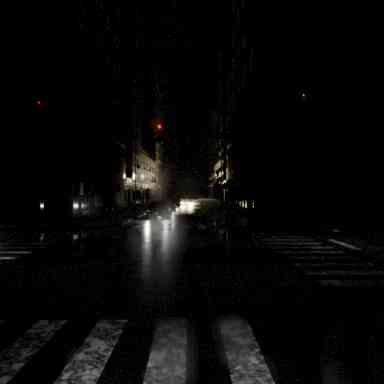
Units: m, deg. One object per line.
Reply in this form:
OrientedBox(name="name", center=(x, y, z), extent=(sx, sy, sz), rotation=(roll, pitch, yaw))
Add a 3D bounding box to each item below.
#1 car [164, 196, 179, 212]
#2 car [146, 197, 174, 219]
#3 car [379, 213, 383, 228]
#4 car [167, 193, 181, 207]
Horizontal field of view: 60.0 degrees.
OrientedBox(name="car", center=(-2.866, 1.511, 39.159), extent=(1.812, 1.442, 4.674), rotation=(0, 0, 0))
OrientedBox(name="car", center=(-2.867, 1.497, 29.293), extent=(1.837, 1.490, 4.892), rotation=(0, 0, 0))
OrientedBox(name="car", center=(12.337, 1.282, 16.900), extent=(5.009, 1.841, 2.192), rotation=(0, 0, 0))
OrientedBox(name="car", center=(-2.877, 1.197, 49.559), extent=(2.150, 2.045, 5.566), rotation=(0, 0, 0))
